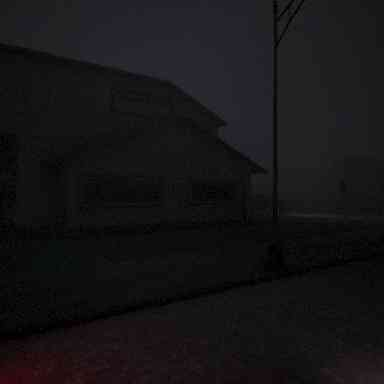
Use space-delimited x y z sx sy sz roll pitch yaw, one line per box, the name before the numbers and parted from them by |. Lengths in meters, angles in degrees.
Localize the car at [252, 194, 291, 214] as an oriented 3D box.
car | 7.918 1.221 35.895 2.150 2.045 5.566 0 0 -35
